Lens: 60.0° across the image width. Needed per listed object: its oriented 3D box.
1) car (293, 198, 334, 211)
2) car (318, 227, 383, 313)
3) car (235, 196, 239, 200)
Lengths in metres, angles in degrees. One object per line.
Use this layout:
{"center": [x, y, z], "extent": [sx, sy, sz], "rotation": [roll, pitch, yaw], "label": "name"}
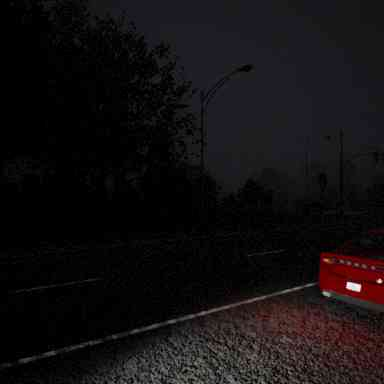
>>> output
{"center": [14.488, 1.477, 39.849], "extent": [1.882, 1.535, 5.008], "rotation": [0, 0, -33], "label": "car"}
{"center": [4.797, 1.478, 7.146], "extent": [5.008, 1.535, 1.882], "rotation": [0, 0, -35], "label": "car"}
{"center": [6.820, 1.475, 52.080], "extent": [1.837, 1.490, 4.892], "rotation": [0, 1, -32], "label": "car"}
